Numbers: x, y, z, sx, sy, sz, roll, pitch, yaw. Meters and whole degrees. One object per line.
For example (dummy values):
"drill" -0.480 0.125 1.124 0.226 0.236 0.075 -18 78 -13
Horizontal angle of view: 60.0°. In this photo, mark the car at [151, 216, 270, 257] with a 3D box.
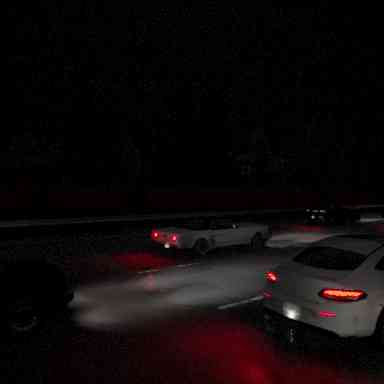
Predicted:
"car" 0.901 1.600 13.037 4.718 1.301 1.895 0 0 -36

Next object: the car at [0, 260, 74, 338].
"car" -4.337 1.601 4.949 4.718 1.301 1.895 0 0 -36

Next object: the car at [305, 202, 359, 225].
"car" 10.240 1.492 24.136 4.902 1.511 2.128 0 0 -36

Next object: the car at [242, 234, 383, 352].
"car" 3.303 1.526 6.138 4.674 1.442 1.812 0 0 -36
